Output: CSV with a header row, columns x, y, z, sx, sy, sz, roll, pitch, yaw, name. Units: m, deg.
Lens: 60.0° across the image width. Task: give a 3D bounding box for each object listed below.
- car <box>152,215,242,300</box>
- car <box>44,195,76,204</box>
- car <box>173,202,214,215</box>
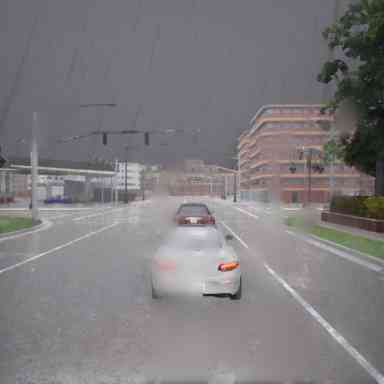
x,y,z,sx,sy,sz,roll,pitch,yaw,name
0.092,1.526,8.277,1.812,1.442,4.674,0,0,0,car
-23.402,1.295,57.992,4.611,1.667,2.242,0,0,1,car
0.074,1.352,17.269,2.097,1.767,4.553,0,0,0,car
